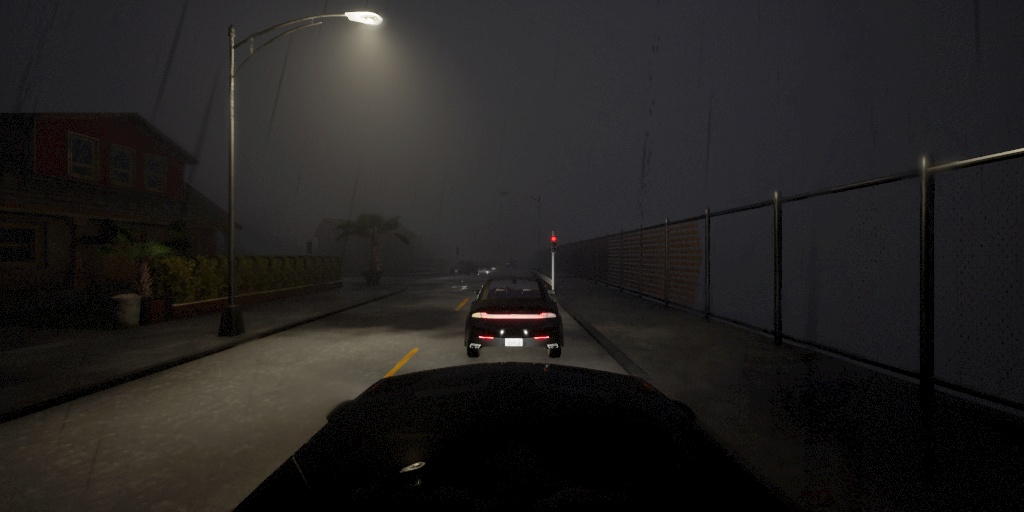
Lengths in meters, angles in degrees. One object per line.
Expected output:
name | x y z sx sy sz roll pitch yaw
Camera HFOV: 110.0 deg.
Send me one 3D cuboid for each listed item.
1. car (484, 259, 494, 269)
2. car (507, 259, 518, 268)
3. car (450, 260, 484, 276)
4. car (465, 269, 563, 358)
car | -4.113 1.314 51.991 1.994 1.385 4.181 0 0 0
car | 0.077 1.297 61.295 2.033 1.411 5.357 0 0 0
car | -4.884 1.243 37.014 2.128 1.511 4.902 0 0 12
car | 0.052 1.242 8.472 2.128 1.511 4.902 0 0 0
